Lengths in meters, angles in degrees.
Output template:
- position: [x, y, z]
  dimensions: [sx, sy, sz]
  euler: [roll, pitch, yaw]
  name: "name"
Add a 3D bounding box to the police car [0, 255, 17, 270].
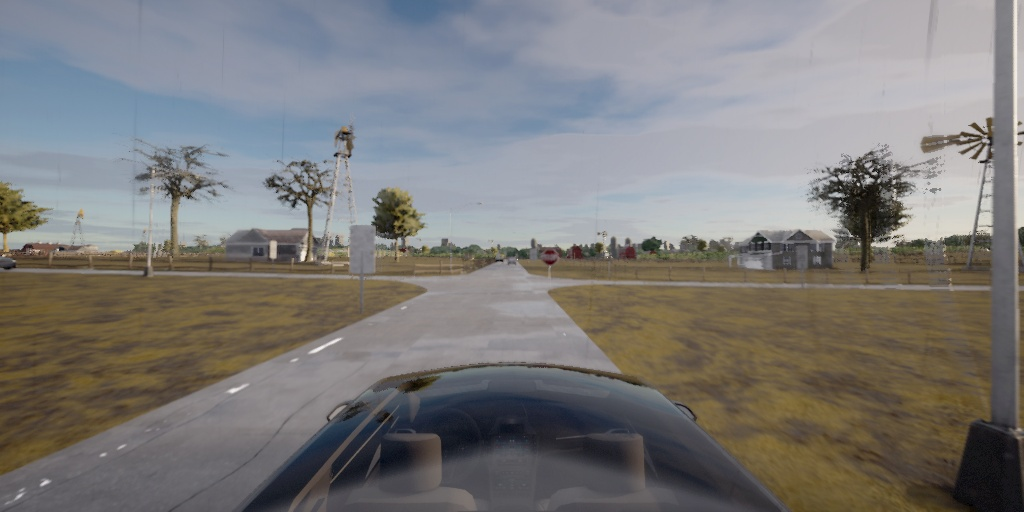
- position: [-41.850, 0.342, 28.021]
  dimensions: [4.974, 1.542, 2.038]
  euler: [1, -1, 0]
  name: "police car"
